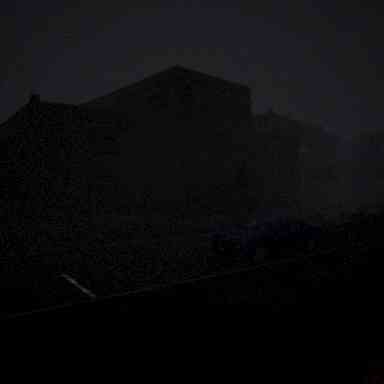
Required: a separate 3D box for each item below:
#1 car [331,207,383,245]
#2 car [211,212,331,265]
[{"bbox_3d":[7.809,1.657,16.873,4.892,1.521,2.231,0,0,-40],"label":"car"},{"bbox_3d":[2.948,1.668,12.823,5.008,1.535,2.097,0,0,-39],"label":"car"}]
